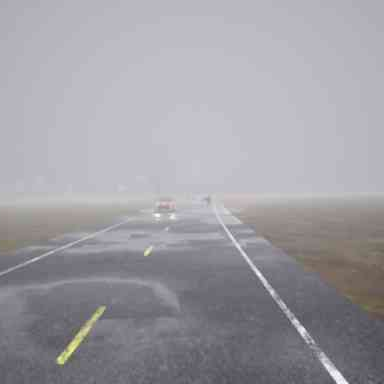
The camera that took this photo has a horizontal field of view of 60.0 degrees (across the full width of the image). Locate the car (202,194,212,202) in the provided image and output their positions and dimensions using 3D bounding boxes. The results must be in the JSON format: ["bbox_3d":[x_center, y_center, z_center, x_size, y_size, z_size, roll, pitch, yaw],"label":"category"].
[{"bbox_3d":[3.136,1.282,71.777,1.882,1.535,5.008,0,0,4],"label":"car"}]

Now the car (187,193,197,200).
[{"bbox_3d":[0.042,1.080,77.345,1.882,1.535,5.008,0,0,4],"label":"car"}]

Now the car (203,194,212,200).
[{"bbox_3d":[3.873,1.173,82.065,2.128,1.511,4.902,0,0,4],"label":"car"}]

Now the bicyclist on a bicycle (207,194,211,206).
[{"bbox_3d":[2.676,1.229,52.150,0.659,1.776,1.843,0,0,4],"label":"bicyclist on a bicycle"}]

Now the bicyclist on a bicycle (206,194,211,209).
[{"bbox_3d":[2.103,1.339,42.296,0.582,1.620,1.656,0,0,3],"label":"bicyclist on a bicycle"}]

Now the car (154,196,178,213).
[{"bbox_3d":[-2.752,1.254,35.963,2.097,1.767,4.553,0,0,3],"label":"car"}]
